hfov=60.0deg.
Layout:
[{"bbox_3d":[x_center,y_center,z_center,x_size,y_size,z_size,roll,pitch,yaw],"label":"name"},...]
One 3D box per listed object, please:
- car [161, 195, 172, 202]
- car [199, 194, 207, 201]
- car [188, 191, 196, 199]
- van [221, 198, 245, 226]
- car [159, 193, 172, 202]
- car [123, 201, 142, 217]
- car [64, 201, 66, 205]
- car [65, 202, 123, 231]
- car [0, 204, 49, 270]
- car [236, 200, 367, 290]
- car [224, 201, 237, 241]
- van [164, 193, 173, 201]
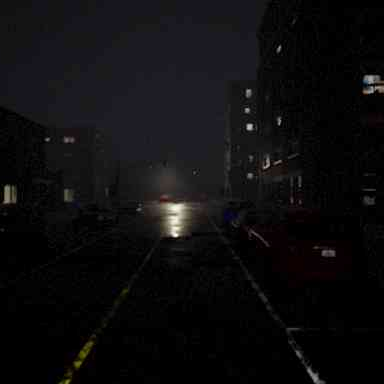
[{"bbox_3d":[-5.666,1.376,74.259,1.887,1.381,4.507,1,0,0],"label":"car"},{"bbox_3d":[2.717,1.258,80.006,1.967,1.590,4.097,1,0,0],"label":"car"},{"bbox_3d":[0.013,1.164,91.670,2.033,1.411,5.357,0,0,0],"label":"car"},{"bbox_3d":[2.711,1.297,19.799,1.690,1.788,3.998,1,0,0],"label":"van"},{"bbox_3d":[-5.743,1.389,68.578,1.887,1.381,4.507,1,0,0],"label":"car"},{"bbox_3d":[-5.672,1.482,30.622,2.008,1.369,4.403,1,0,0],"label":"car"},{"bbox_3d":[-19.293,1.510,45.878,4.507,1.381,1.887,0,0,1],"label":"car"},{"bbox_3d":[-5.671,1.396,19.808,1.967,1.590,4.097,1,0,0],"label":"car"},{"bbox_3d":[-5.670,1.295,8.993,2.192,1.841,5.009,1,0,0],"label":"car"},{"bbox_3d":[2.710,1.295,8.984,2.192,1.841,5.009,1,0,0],"label":"car"},{"bbox_3d":[2.708,1.408,14.392,1.967,1.590,4.097,1,0,0],"label":"car"},{"bbox_3d":[-5.661,1.159,79.947,1.690,1.788,3.998,1,0,0],"label":"van"}]
